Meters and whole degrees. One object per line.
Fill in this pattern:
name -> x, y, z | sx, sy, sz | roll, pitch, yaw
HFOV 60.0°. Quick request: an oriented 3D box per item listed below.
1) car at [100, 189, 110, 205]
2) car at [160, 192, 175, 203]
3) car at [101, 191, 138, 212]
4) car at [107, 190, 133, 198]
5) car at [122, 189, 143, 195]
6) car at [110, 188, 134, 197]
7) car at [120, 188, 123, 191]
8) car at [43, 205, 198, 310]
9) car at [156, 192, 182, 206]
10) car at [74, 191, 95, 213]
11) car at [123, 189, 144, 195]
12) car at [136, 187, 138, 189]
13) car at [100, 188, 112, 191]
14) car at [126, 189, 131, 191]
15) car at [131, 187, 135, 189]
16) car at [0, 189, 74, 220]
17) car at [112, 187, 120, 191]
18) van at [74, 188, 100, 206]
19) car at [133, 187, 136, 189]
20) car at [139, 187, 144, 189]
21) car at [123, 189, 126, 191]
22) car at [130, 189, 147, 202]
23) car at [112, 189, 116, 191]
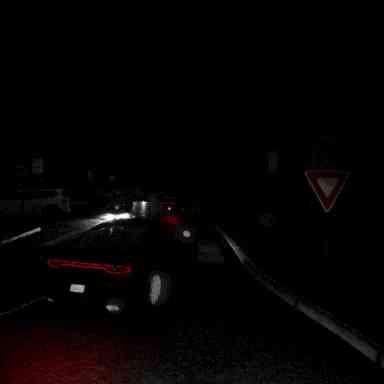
car -> -12.164, 0.828, 36.886 | 5.008, 1.535, 2.097 | -1, 1, -24
car -> -3.483, 0.722, 47.399 | 2.033, 1.411, 5.357 | 0, 1, -5
car -> -6.275, 0.969, 29.381 | 2.128, 1.511, 4.902 | 0, 1, -5
car -> -14.477, 0.386, 66.824 | 4.674, 1.452, 2.002 | -1, 1, -24
car -> -16.203, 0.011, 90.834 | 5.366, 1.575, 1.946 | -1, 1, -25
car -> -14.744, 0.178, 69.806 | 4.553, 1.767, 2.185 | -1, 1, -24
car -> -13.071, 0.500, 48.870 | 4.553, 1.767, 2.185 | -1, 1, -24
car -> -1.212, 1.348, 7.778 | 1.882, 1.535, 5.008 | 2, 2, 15
car -> -1.941, 1.007, 28.204 | 1.837, 1.490, 4.892 | 0, 1, -4
car -> -11.287, 0.975, 27.985 | 5.366, 1.575, 1.946 | -1, 1, -25
car -> -16.449, -0.029, 93.826 | 5.366, 1.575, 1.946 | -1, 1, -25
car -> -14.976, 0.135, 72.798 | 4.553, 1.767, 2.185 | -1, 1, -24
car -> -12.440, 0.651, 39.874 | 4.553, 1.767, 2.185 | -1, 1, -25
car -> -13.540, 0.277, 54.863 | 5.566, 2.045, 2.435 | -1, 1, -24
car -> -13.853, 0.430, 60.919 | 5.366, 1.575, 1.946 | -1, 1, -24
car -> -10.992, 0.834, 21.893 | 5.566, 2.045, 2.435 | -1, 1, -25
car -> -12.840, 0.549, 45.878 | 4.553, 1.767, 2.185 | -1, 1, -24
van -> -12.042, 0.656, 33.838 | 4.442, 1.987, 1.878 | -1, 1, -25
car -> -14.242, 0.139, 63.851 | 5.566, 2.045, 2.435 | -1, 1, -25
car -> -16.137, 0.058, 87.766 | 4.892, 1.521, 2.231 | -1, 1, -25
car -> -13.308, 0.606, 51.876 | 4.792, 1.488, 2.163 | -1, 1, -24
car -> -7.792, 0.674, 49.664 | 1.812, 1.442, 4.674 | 0, 1, -4
car -> -12.640, 0.766, 42.879 | 4.674, 1.452, 2.002 | -1, 1, -24
